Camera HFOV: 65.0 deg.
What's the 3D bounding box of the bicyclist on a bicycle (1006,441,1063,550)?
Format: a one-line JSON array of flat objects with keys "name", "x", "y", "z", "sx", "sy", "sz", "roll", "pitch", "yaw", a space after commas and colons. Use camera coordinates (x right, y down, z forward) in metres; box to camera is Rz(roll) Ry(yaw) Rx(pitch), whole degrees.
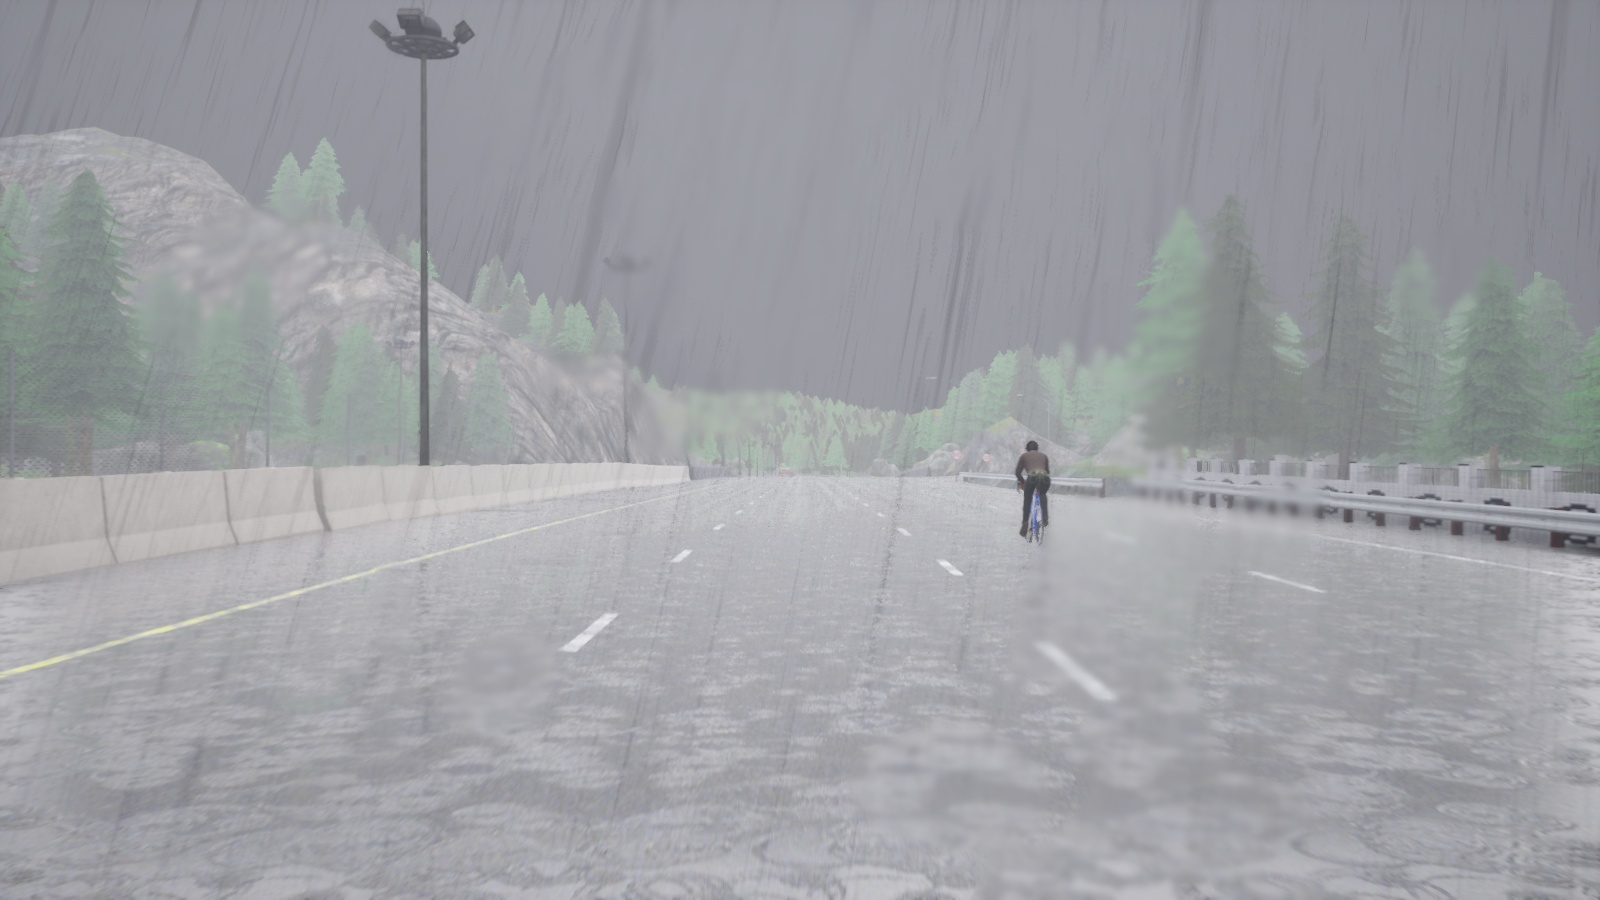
[{"name": "bicyclist on a bicycle", "x": 3.626, "y": 0.687, "z": 19.530, "sx": 0.582, "sy": 1.620, "sz": 1.656, "roll": 0, "pitch": -1, "yaw": 0}]
